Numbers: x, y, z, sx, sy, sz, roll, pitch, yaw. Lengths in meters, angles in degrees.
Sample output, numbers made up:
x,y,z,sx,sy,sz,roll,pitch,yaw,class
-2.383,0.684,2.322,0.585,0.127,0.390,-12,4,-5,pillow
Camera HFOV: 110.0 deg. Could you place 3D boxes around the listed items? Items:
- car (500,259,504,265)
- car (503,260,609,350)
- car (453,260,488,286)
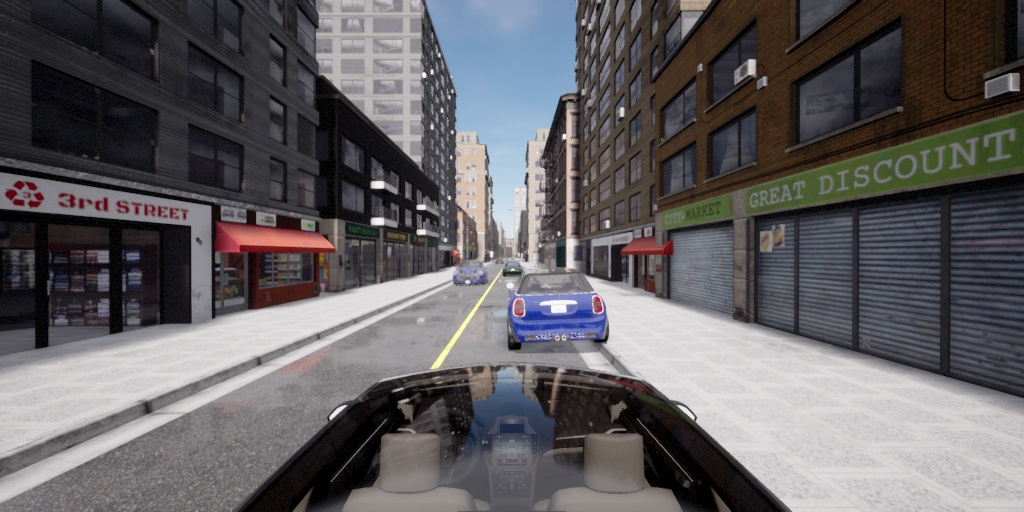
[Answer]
x,y,z,sx,sy,sz,roll,pitch,yaw,class
0.069,1.284,36.479,1.994,1.385,4.181,0,0,0,car
0.925,1.065,9.220,2.097,1.767,4.553,-2,0,0,car
-2.857,1.084,25.327,2.097,1.767,4.553,0,0,0,car
